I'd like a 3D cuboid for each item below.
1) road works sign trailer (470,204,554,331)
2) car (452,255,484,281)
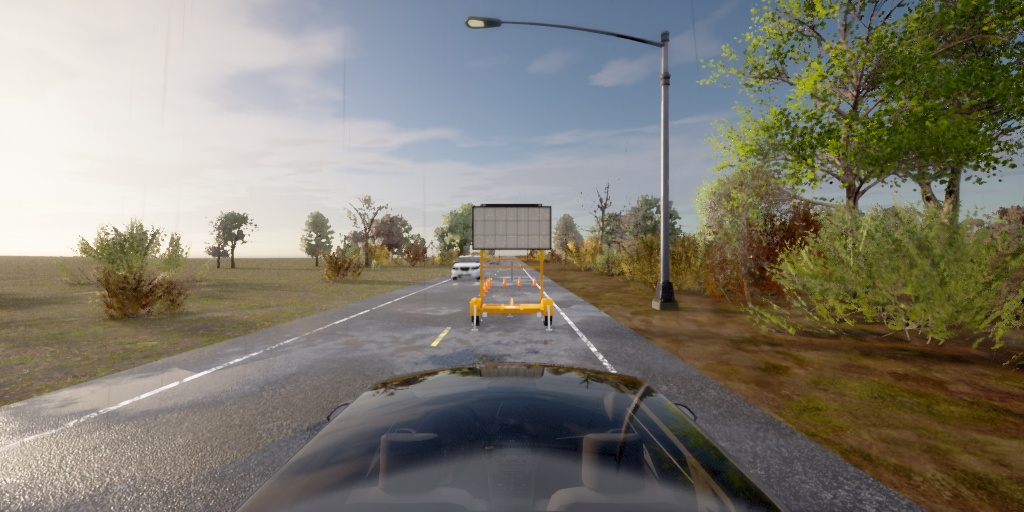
[{"bbox_3d":[-0.003,0.214,11.009,2.380,3.560,2.880,0,0,0],"label":"road works sign trailer"},{"bbox_3d":[-3.610,0.960,30.109,2.150,2.045,5.566,0,0,0],"label":"car"}]
